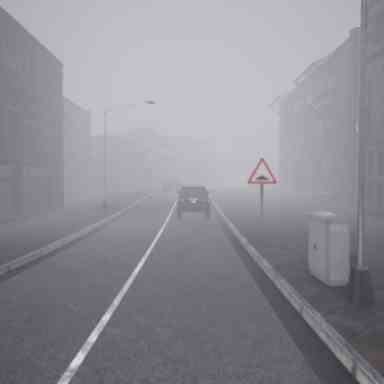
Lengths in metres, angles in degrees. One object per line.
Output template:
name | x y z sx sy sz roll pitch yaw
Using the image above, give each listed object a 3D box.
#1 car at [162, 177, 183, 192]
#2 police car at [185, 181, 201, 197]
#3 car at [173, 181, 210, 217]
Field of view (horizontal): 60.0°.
car | -2.620 -1.056 46.944 2.150 2.045 5.566 0 3 11
police car | 0.193 -0.481 41.294 1.930 1.638 5.238 0 4 2
car | 0.095 0.531 23.022 2.150 2.045 5.566 0 3 0
